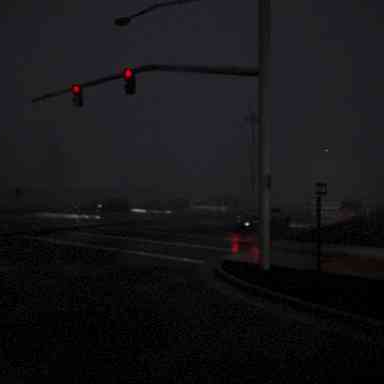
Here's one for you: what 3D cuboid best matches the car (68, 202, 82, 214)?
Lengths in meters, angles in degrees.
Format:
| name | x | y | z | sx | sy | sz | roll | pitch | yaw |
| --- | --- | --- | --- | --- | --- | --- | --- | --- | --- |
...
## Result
| name | x | y | z | sx | sy | sz | roll | pitch | yaw |
| --- | --- | --- | --- | --- | --- | --- | --- | --- | --- |
| car | -11.222 | 1.565 | 36.327 | 1.812 | 1.442 | 4.674 | 0 | 0 | 36 |

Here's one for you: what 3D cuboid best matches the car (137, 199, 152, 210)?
| name | x | y | z | sx | sy | sz | roll | pitch | yaw |
| --- | --- | --- | --- | --- | --- | --- | --- | --- | --- |
| car | -5.378 | 1.603 | 44.345 | 1.994 | 1.385 | 4.181 | 0 | 0 | 36 |

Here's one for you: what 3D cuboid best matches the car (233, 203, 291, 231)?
| name | x | y | z | sx | sy | sz | roll | pitch | yaw |
| --- | --- | --- | --- | --- | --- | --- | --- | --- | --- |
| car | 4.438 | 1.536 | 20.275 | 1.812 | 1.442 | 4.674 | 0 | 0 | 37 |

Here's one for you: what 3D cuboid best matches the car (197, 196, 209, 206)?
| name | x | y | z | sx | sy | sz | roll | pitch | yaw |
| --- | --- | --- | --- | --- | --- | --- | --- | --- | --- |
| car | 2.722 | 1.391 | 55.405 | 2.097 | 1.767 | 4.553 | 0 | 0 | 36 |

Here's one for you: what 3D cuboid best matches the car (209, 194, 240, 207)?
| name | x | y | z | sx | sy | sz | roll | pitch | yaw |
| --- | --- | --- | --- | --- | --- | --- | --- | --- | --- |
| car | 5.602 | 1.258 | 53.420 | 2.150 | 2.045 | 5.566 | 0 | 0 | 37 |

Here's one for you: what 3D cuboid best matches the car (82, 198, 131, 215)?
| name | x | y | z | sx | sy | sz | roll | pitch | yaw |
| --- | --- | --- | --- | --- | --- | --- | --- | --- | --- |
| car | -8.491 | 1.387 | 34.143 | 2.097 | 1.767 | 4.553 | 0 | 0 | 36 |

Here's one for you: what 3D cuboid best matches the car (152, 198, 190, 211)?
| name | x | y | z | sx | sy | sz | roll | pitch | yaw |
| --- | --- | --- | --- | --- | --- | --- | --- | --- | --- |
| car | -2.338 | 1.512 | 42.574 | 1.882 | 1.535 | 5.008 | 0 | 0 | 36 |

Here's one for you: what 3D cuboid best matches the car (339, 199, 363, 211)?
| name | x | y | z | sx | sy | sz | roll | pitch | yaw |
| --- | --- | --- | --- | --- | --- | --- | --- | --- | --- |
| car | 19.446 | 1.535 | 40.732 | 1.812 | 1.442 | 4.674 | 0 | 0 | 36 |
